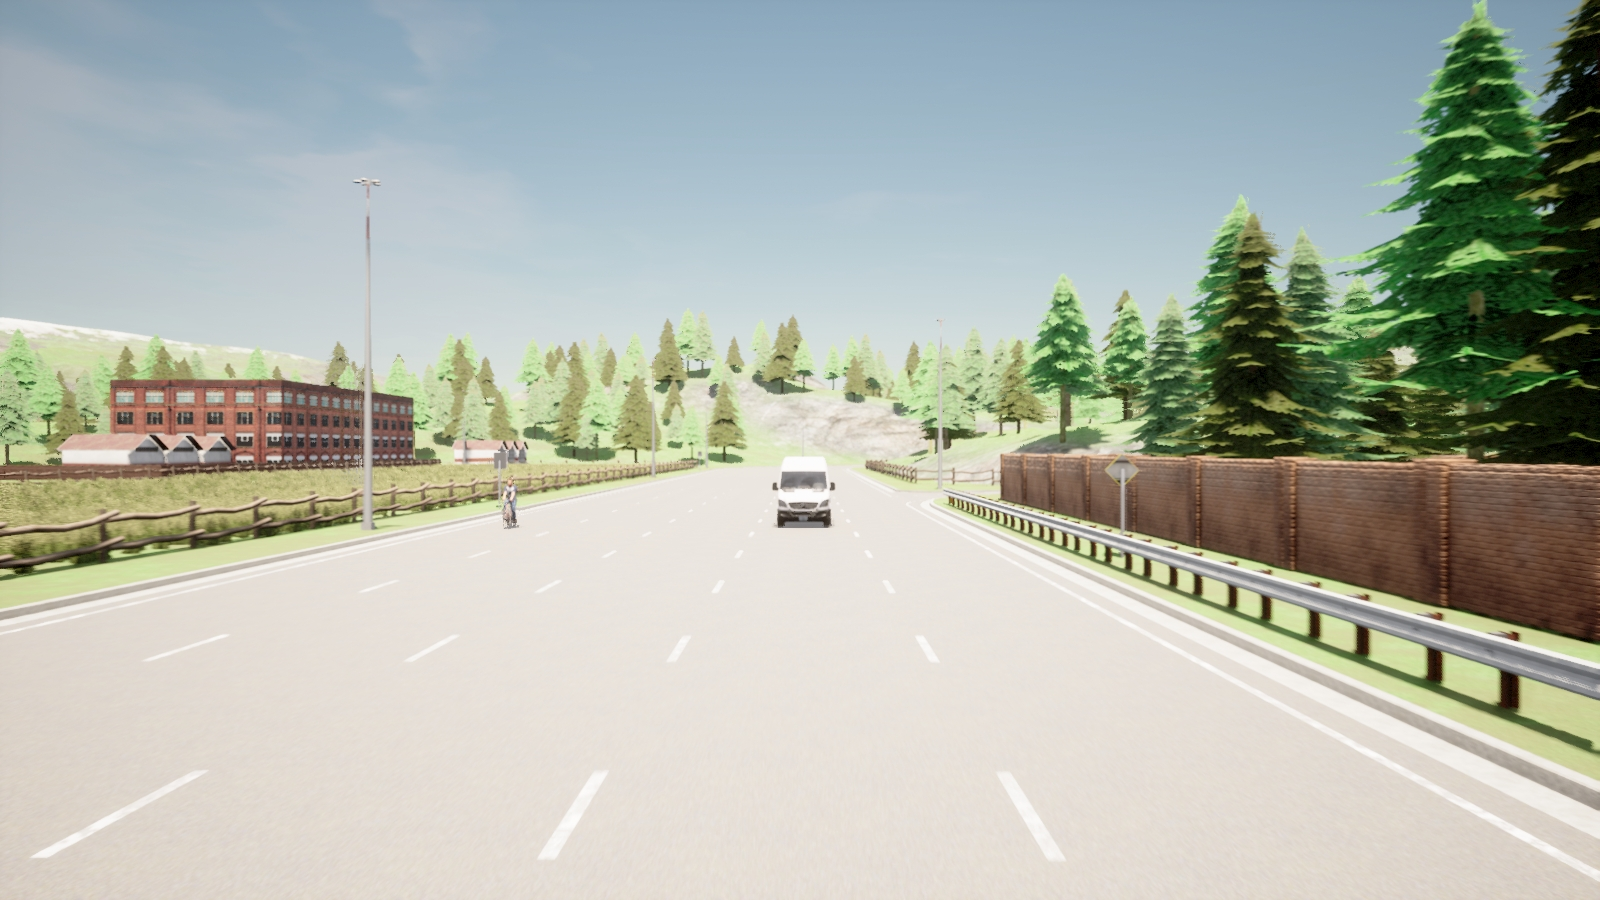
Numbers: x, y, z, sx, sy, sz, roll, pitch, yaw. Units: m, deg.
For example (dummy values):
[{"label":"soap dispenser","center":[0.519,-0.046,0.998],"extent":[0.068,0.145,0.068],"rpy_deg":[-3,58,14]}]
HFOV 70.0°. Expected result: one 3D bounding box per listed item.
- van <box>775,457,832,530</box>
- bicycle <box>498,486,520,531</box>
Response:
[{"label":"van","center":[0.171,1.546,43.414],"extent":[1.988,2.561,5.915],"rpy_deg":[0,0,1]},{"label":"bicycle","center":[-10.354,2.066,40.690],"extent":[0.373,1.496,1.643],"rpy_deg":[0,0,0]}]
